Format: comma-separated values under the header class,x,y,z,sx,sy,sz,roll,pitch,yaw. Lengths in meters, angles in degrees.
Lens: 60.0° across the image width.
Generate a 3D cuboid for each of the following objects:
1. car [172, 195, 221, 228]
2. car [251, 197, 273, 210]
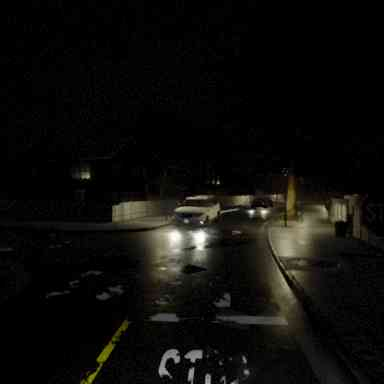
class,x,y,z,sx,sy,sz,roll,pitch,yaw
car,0.464,1.312,22.666,2.150,2.045,5.566,0,2,17
car,9.200,1.425,43.491,1.882,1.535,5.008,0,0,28
